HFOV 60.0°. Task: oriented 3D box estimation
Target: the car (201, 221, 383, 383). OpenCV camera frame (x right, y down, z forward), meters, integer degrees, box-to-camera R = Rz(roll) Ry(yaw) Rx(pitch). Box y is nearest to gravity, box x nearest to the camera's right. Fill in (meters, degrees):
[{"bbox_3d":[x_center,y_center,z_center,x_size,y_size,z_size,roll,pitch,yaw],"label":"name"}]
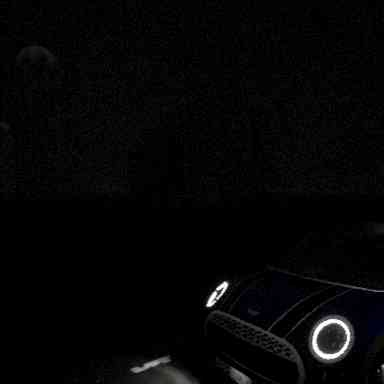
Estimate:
[{"bbox_3d":[2.318,1.283,4.714,4.553,1.767,2.097,-1,1,-35],"label":"car"}]
